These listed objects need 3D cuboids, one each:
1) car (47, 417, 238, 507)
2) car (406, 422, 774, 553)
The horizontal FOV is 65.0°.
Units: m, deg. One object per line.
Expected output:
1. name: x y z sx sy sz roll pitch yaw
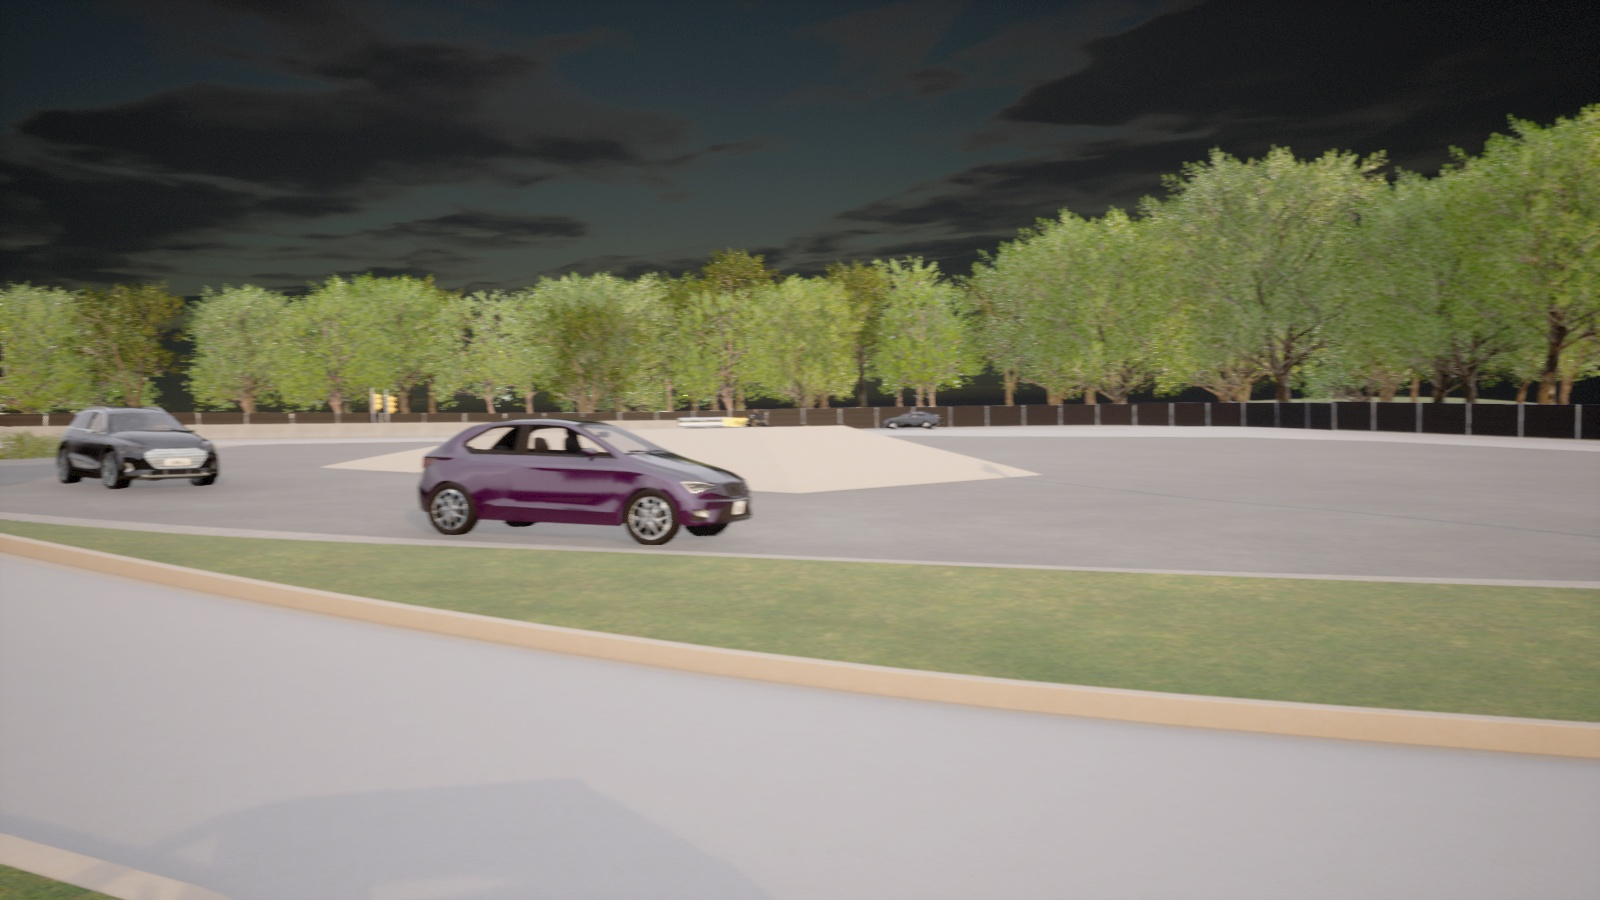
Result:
1. car: -13.703 0.199 26.025 4.856 1.649 2.033 0 2 44
2. car: -2.606 0.407 15.733 4.193 1.474 1.816 0 1 20
